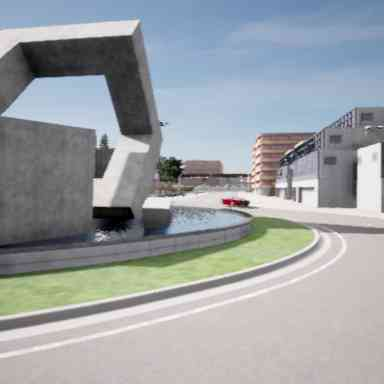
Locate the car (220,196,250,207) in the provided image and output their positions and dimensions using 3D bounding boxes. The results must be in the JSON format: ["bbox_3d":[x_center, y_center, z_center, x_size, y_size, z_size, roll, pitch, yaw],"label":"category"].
[{"bbox_3d":[5.170,1.140,40.604,1.895,1.301,4.718,0,1,-20],"label":"car"}]

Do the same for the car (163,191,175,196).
[{"bbox_3d":[-6.303,0.384,91.504,2.128,1.511,4.902,0,1,8],"label":"car"}]

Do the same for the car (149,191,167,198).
[{"bbox_3d":[-6.638,0.801,62.915,1.895,1.301,4.718,0,1,9],"label":"car"}]

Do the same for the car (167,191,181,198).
[{"bbox_3d":[-4.585,0.573,77.863,2.033,1.411,5.357,0,1,8],"label":"car"}]

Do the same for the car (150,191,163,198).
[{"bbox_3d":[-8.225,0.573,77.042,1.994,1.385,4.181,0,1,8],"label":"car"}]

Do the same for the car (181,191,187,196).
[{"bbox_3d":[-2.597,0.459,92.820,1.895,1.301,4.718,0,1,8],"label":"car"}]
